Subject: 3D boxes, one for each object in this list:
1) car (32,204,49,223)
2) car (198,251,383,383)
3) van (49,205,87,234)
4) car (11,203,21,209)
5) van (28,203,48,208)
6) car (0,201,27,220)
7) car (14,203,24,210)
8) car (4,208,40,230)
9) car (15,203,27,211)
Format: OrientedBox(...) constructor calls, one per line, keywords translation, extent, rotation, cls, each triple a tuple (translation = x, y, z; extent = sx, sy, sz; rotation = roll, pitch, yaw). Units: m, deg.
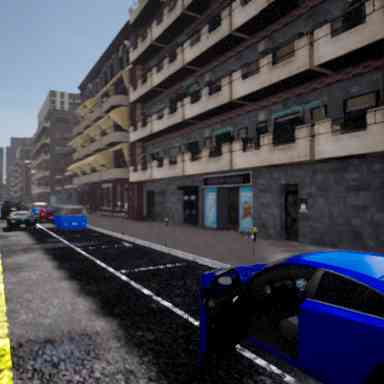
OrientedBox(translation=(-13.964, 2.198, 32.067), extent=(1.887, 1.381, 4.507), rotation=(0, -1, -31), cls="car")
OrientedBox(translation=(1.934, 1.558, 4.577), extent=(1.882, 1.535, 5.008), rotation=(0, -1, -31), cls="car")
OrientedBox(translation=(-8.339, 1.792, 22.568), extent=(1.690, 1.788, 3.998), rotation=(0, -1, -31), cls="van")
OrientedBox(translation=(-42.100, 3.240, 79.581), extent=(1.887, 1.381, 4.507), rotation=(0, -1, -31), cls="car")
OrientedBox(translation=(-16.779, 2.096, 36.822), extent=(1.690, 1.788, 3.998), rotation=(0, -1, -31), cls="van")
OrientedBox(translation=(-20.541, 2.017, 38.037), extent=(2.150, 2.045, 5.566), rotation=(0, -1, -30), cls="car")
OrientedBox(translation=(-36.560, 3.010, 70.225), extent=(1.752, 1.417, 4.829), rotation=(0, -1, -31), cls="car")
OrientedBox(translation=(-13.024, 2.122, 25.333), extent=(1.895, 1.301, 4.718), rotation=(0, -1, -30), cls="car")
OrientedBox(translation=(-33.745, 2.903, 65.473), extent=(1.752, 1.417, 4.829), rotation=(0, -1, -31), cls="car")
